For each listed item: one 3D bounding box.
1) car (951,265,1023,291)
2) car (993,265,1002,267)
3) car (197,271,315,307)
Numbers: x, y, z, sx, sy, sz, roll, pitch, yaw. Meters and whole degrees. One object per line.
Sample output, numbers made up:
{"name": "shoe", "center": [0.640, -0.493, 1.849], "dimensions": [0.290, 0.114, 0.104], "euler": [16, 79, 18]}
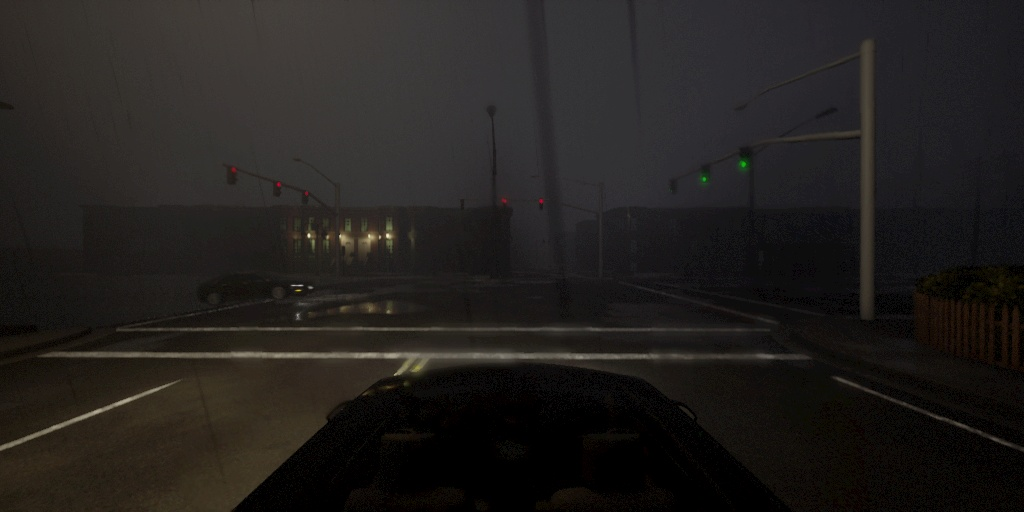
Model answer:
{"name": "car", "center": [28.945, 1.240, 20.920], "dimensions": [4.181, 1.385, 1.994], "euler": [0, 0, 0]}
{"name": "car", "center": [26.004, 1.174, 17.304], "dimensions": [5.008, 1.535, 1.882], "euler": [0, 0, 0]}
{"name": "car", "center": [-12.030, 1.457, 17.015], "dimensions": [4.892, 1.490, 1.837], "euler": [-5, 0, -1]}
